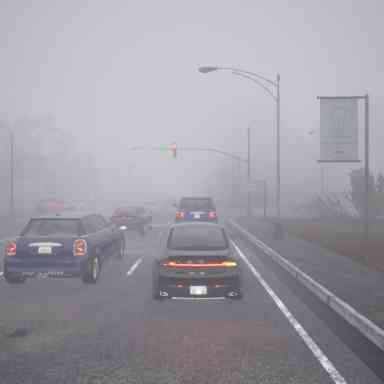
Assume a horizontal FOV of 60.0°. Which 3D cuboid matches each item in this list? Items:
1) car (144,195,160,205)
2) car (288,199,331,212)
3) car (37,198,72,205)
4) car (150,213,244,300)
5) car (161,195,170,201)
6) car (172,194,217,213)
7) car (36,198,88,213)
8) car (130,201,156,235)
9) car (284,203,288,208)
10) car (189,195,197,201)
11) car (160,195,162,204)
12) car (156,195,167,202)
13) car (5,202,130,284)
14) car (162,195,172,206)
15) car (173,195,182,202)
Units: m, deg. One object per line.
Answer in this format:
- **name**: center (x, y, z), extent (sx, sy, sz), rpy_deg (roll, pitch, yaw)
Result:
- **car**: center (-6.958, 1.526, 55.704), extent (1.812, 1.442, 4.674), rpy_deg (0, 0, 0)
- **car**: center (14.140, 1.505, 38.629), extent (4.892, 1.490, 1.837), rpy_deg (0, 0, 3)
- **car**: center (-12.941, 1.350, 33.012), extent (4.553, 1.767, 2.097), rpy_deg (0, 0, 3)
- **car**: center (0.119, 1.505, 8.363), extent (1.837, 1.490, 4.892), rpy_deg (0, 0, 0)
- **car**: center (-6.806, 1.494, 85.166), extent (1.837, 1.490, 4.892), rpy_deg (0, 0, 0)
- **car**: center (0.165, 1.221, 18.211), extent (2.150, 2.045, 5.566), rpy_deg (0, 0, -2)
- **car**: center (-14.277, 1.477, 36.598), extent (5.008, 1.535, 1.882), rpy_deg (0, 0, 3)
- **car**: center (-3.358, 1.505, 18.738), extent (1.837, 1.490, 4.892), rpy_deg (0, 0, 0)
- **car**: center (14.550, 1.547, 42.112), extent (5.357, 1.411, 2.033), rpy_deg (0, 0, 3)
- **car**: center (0.196, 1.471, 85.913), extent (1.882, 1.535, 5.008), rpy_deg (0, 0, 0)
- **car**: center (-6.887, 1.547, 65.431), extent (2.033, 1.411, 5.357), rpy_deg (0, 0, 1)
- **car**: center (-6.829, 1.478, 75.209), extent (1.882, 1.535, 5.008), rpy_deg (0, 0, 0)
- **car**: center (-3.378, 1.352, 9.778), extent (2.097, 1.767, 4.553), rpy_deg (0, 0, 0)
- **car**: center (-3.302, 1.352, 55.359), extent (2.097, 1.767, 4.553), rpy_deg (0, 0, 1)
- **car**: center (-3.319, 1.478, 78.756), extent (1.882, 1.535, 5.008), rpy_deg (0, 0, 0)
